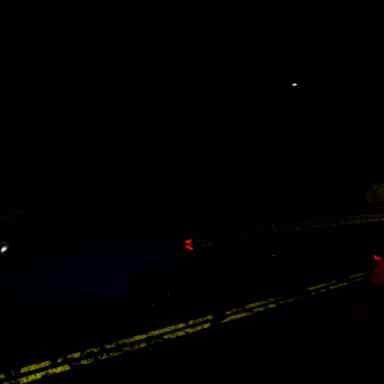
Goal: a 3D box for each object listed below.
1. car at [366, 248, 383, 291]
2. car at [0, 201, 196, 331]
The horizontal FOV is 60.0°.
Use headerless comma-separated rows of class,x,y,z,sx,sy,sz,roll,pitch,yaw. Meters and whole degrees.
car,5.936,1.561,7.794,4.181,1.385,1.994,0,0,-36
car,-2.518,1.220,5.900,5.566,2.045,2.150,0,0,-36
